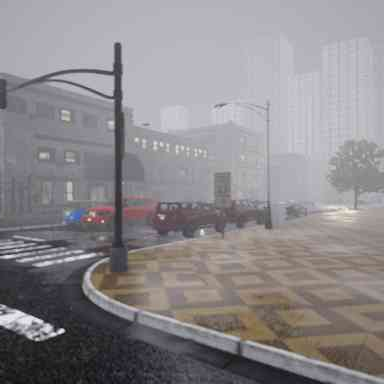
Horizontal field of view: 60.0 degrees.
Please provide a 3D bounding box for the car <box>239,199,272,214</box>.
[{"bbox_3d":[7.453,1.641,38.460,1.837,1.490,4.892,0,0,36],"label":"car"}]

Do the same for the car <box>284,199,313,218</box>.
[{"bbox_3d":[9.552,1.658,31.445,1.947,1.339,4.313,-1,-1,35],"label":"car"}]

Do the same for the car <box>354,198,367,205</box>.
[{"bbox_3d":[31.938,1.802,62.974,2.008,1.369,4.403,-1,-1,35],"label":"car"}]

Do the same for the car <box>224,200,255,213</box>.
[{"bbox_3d":[5.915,1.703,40.798,2.008,1.369,4.403,-1,-1,35],"label":"car"}]

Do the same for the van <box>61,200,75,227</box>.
[{"bbox_3d":[-6.878,1.416,22.783,1.690,1.788,3.998,-1,0,35],"label":"van"}]

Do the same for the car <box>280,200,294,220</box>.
[{"bbox_3d":[6.354,1.617,26.940,1.887,1.381,4.507,-1,-1,35],"label":"car"}]

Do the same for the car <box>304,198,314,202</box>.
[{"bbox_3d":[21.905,1.817,63.320,2.008,1.369,4.403,-1,-1,35],"label":"car"}]

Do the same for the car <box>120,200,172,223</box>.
[{"bbox_3d":[-3.679,1.533,27.286,1.967,1.590,4.097,-1,-1,35],"label":"car"}]

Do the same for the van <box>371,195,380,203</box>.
[{"bbox_3d":[44.728,1.694,80.994,1.690,1.788,3.998,-1,-1,35],"label":"van"}]

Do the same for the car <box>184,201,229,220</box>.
[{"bbox_3d":[1.416,1.624,29.967,1.812,1.442,4.674,0,0,36],"label":"car"}]

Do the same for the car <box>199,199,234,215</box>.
[{"bbox_3d":[2.717,1.571,36.295,1.967,1.590,4.097,-1,-1,35],"label":"car"}]

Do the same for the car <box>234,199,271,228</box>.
[{"bbox_3d":[3.154,1.368,22.438,2.192,1.841,5.009,-1,-1,35],"label":"car"}]

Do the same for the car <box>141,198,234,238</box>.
[{"bbox_3d":[-0.044,1.350,17.934,2.192,1.841,5.009,-1,-1,35],"label":"car"}]

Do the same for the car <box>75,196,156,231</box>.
[{"bbox_3d":[-4.425,1.287,21.760,2.150,2.045,5.566,0,0,35],"label":"car"}]

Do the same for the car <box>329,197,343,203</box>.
[{"bbox_3d":[34.697,1.916,81.336,2.008,1.369,4.403,-1,-1,35],"label":"car"}]

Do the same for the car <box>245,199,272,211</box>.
[{"bbox_3d":[9.113,1.724,45.302,2.008,1.369,4.403,-1,-1,35],"label":"car"}]
